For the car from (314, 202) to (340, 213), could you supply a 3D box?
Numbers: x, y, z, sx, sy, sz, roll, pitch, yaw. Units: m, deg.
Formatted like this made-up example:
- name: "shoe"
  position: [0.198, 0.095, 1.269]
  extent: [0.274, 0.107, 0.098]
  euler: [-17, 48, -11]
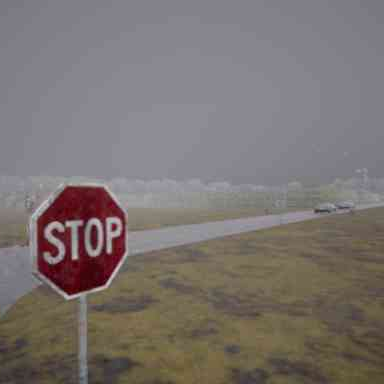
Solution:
- name: "car"
  position: [17.330, 2.033, 43.119]
  extent: [1.994, 1.385, 4.181]
  euler: [-2, -2, 36]

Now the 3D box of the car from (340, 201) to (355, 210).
- name: "car"
  position: [24.715, 2.158, 53.462]
  extent: [1.994, 1.385, 4.181]
  euler: [-2, -2, 36]
